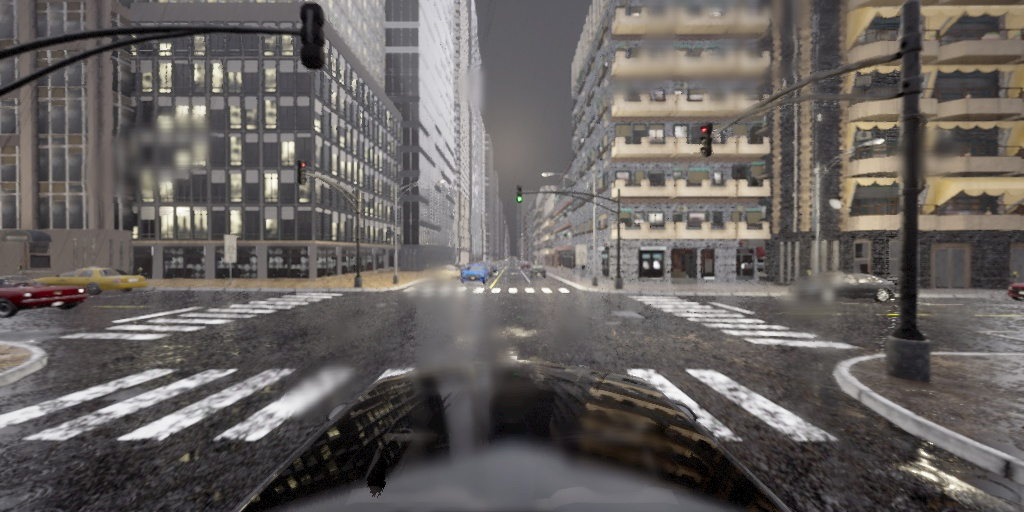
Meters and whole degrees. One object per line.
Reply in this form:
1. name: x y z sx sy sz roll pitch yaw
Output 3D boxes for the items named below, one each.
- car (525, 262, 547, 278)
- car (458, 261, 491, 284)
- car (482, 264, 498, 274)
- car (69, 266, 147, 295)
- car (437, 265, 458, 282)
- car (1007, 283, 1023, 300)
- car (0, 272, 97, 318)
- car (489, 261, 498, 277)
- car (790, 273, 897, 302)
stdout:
1. car: 2.725 1.608 38.282 2.007 1.370 4.403 0 0 0
2. car: -3.063 1.470 30.271 1.882 1.535 5.008 0 0 -1
3. car: -3.043 1.762 50.250 1.895 1.301 4.718 0 0 0
4. car: -21.650 1.185 18.334 4.829 1.417 1.751 0 0 1
5. car: -5.661 1.538 32.466 1.751 1.417 4.829 0 0 0
6. car: 27.391 1.590 17.633 4.507 1.381 1.888 0 0 1
7. car: -18.012 1.335 12.520 4.718 1.301 1.895 0 0 1
8. car: -3.054 1.565 39.962 2.128 1.511 4.902 0 0 0
9. car: 16.326 1.510 17.800 4.403 1.370 2.007 0 0 1
